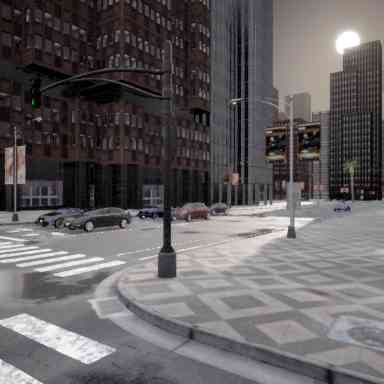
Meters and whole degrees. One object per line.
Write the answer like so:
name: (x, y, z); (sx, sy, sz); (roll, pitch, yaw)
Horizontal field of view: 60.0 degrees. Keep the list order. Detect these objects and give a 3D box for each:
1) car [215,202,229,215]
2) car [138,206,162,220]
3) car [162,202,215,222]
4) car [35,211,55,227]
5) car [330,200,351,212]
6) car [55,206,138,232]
car: (2.684, 2.027, 40.358); (1.837, 1.490, 4.892); (0, 0, 36)
car: (-3.142, 1.977, 32.140); (1.895, 1.301, 4.718); (0, -1, 35)
car: (-0.233, 1.738, 30.612); (2.097, 1.767, 4.553); (0, -1, 35)
car: (-8.954, 1.794, 23.914); (1.994, 1.385, 4.181); (0, -1, 35)
car: (24.270, 2.431, 53.657); (2.033, 1.411, 5.357); (0, -1, 34)
car: (-6.185, 1.742, 22.203); (1.837, 1.490, 4.892); (0, -1, 35)
